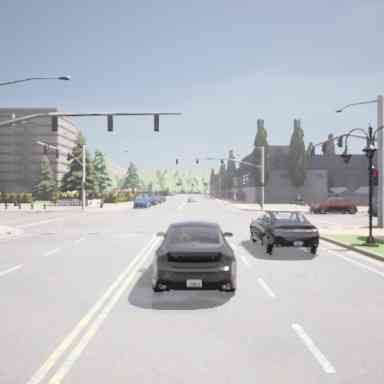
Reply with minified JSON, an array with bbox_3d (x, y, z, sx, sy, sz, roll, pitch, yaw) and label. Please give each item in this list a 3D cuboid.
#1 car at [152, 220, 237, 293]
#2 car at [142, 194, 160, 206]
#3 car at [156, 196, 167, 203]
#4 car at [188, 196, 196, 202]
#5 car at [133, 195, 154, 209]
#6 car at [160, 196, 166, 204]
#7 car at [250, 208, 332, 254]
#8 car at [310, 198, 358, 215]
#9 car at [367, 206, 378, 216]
[{"bbox_3d":[0.066,1.521,8.888,1.837,1.490,4.892,0,0,0],"label":"car"},{"bbox_3d":[-7.078,1.571,57.425,1.882,1.535,5.008,0,0,0],"label":"car"},{"bbox_3d":[-6.994,1.678,76.857,1.994,1.385,4.181,0,0,0],"label":"car"},{"bbox_3d":[0.006,1.649,76.791,1.812,1.442,4.674,0,0,0],"label":"car"},{"bbox_3d":[-7.128,1.556,47.831,1.882,1.535,5.008,0,0,1],"label":"car"},{"bbox_3d":[-7.011,1.601,67.127,2.128,1.511,4.902,0,0,0],"label":"car"},{"bbox_3d":[3.586,1.515,13.597,2.128,1.511,4.902,0,0,0],"label":"car"},{"bbox_3d":[14.650,1.409,34.672,4.553,1.767,2.097,0,0,-1],"label":"car"},{"bbox_3d":[19.089,1.556,31.221,4.892,1.490,1.837,0,0,-1],"label":"car"}]
